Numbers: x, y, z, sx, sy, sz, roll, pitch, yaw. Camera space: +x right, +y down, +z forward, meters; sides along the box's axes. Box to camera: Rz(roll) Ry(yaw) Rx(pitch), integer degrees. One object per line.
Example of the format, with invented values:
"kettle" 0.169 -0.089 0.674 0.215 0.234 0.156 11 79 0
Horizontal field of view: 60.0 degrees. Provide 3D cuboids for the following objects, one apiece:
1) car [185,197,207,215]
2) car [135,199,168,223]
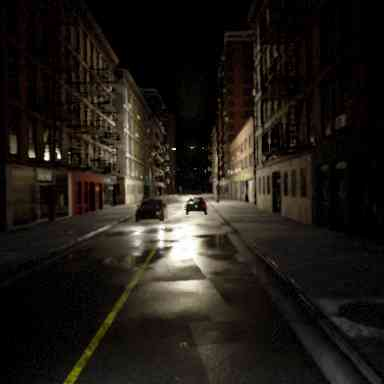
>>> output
"car" 0.377 1.180 29.588 2.033 1.411 5.357 -1 1 1
"car" -2.776 1.239 23.482 1.882 1.535 5.008 -1 1 1
